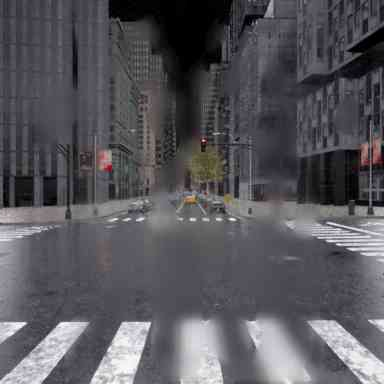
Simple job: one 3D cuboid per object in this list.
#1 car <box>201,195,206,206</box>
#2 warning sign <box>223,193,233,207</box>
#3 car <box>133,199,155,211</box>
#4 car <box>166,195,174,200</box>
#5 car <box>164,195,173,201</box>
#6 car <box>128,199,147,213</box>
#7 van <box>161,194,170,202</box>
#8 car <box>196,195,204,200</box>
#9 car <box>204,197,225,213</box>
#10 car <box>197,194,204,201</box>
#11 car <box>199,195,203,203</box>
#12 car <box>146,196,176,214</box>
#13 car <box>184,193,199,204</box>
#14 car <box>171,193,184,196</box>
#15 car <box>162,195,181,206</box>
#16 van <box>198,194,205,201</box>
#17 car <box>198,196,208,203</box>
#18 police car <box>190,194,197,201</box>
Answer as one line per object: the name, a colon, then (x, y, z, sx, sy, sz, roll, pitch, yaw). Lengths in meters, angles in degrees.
car: (2.602, 1.553, 47.219, 1.887, 1.381, 4.507, 0, 0, 0)
warning sign: (4.921, 1.123, 45.420, 1.300, 1.860, 1.060, 0, 0, 0)
car: (-5.886, 1.557, 41.272, 2.008, 1.369, 4.403, 0, 0, 0)
car: (-6.213, 1.624, 93.735, 1.802, 1.307, 4.206, 0, 0, 0)
car: (-6.180, 1.587, 88.323, 2.008, 1.369, 4.403, 0, 0, 0)
car: (-5.855, 1.556, 36.280, 2.008, 1.369, 4.403, 0, 0, 0)
van: (-6.113, 1.368, 77.497, 1.690, 1.788, 3.998, 0, 0, 0)
car: (2.308, 1.593, 94.268, 2.008, 1.369, 4.403, 0, 0, 0)
car: (2.670, 1.556, 36.330, 2.008, 1.369, 4.403, 0, 0, 0)
car: (2.506, 1.567, 62.535, 2.008, 1.369, 4.403, 0, 0, 0)
car: (2.568, 1.562, 52.663, 2.008, 1.369, 4.403, 0, 0, 0)
car: (-3.183, 1.496, 35.017, 2.128, 1.511, 4.902, 0, 0, 0)
car: (-0.166, 1.495, 64.359, 1.882, 1.535, 5.008, 0, 0, -1)
car: (-3.299, 1.514, 69.003, 2.128, 1.511, 4.902, 0, 0, 0)
car: (-3.288, 1.558, 52.284, 2.033, 1.411, 5.357, 0, 0, 0)
van: (2.374, 1.373, 83.691, 1.690, 1.788, 3.998, 0, 0, 0)
car: (2.440, 1.589, 73.113, 1.947, 1.339, 4.313, 0, 0, 0)
police car: (0.471, 1.463, 90.505, 1.930, 1.638, 5.238, 0, 0, 0)
